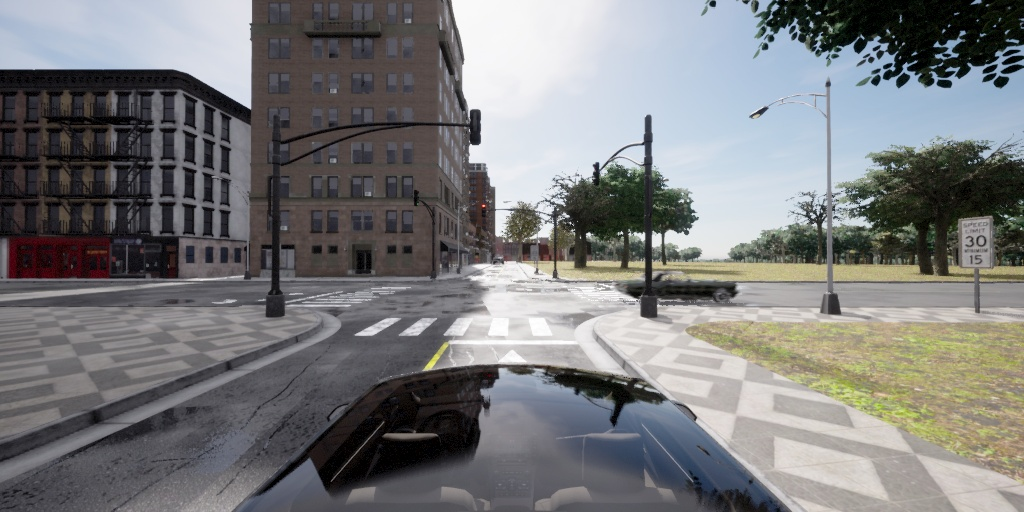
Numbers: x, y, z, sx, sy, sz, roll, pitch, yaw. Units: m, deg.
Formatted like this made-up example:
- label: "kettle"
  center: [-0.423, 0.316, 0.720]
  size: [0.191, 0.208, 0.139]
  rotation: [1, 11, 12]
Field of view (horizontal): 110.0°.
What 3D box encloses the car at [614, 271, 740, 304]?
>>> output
- label: "car"
  center: [6.999, 1.312, 15.433]
  size: [4.718, 1.301, 1.895]
  rotation: [0, -1, 0]
